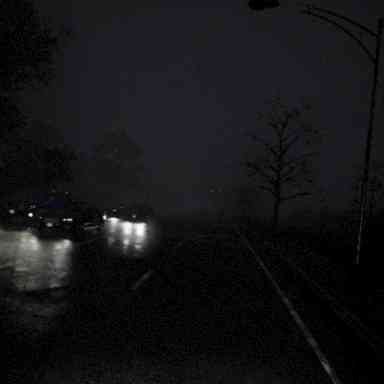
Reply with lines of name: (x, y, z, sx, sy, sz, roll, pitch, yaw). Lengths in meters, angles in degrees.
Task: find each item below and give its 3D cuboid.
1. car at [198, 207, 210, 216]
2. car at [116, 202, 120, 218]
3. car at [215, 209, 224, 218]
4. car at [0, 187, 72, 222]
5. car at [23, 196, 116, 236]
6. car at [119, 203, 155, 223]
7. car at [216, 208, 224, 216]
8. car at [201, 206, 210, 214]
car: (2.575, 4.198, 71.899, 2.097, 1.767, 4.553, 5, -2, 5)
car: (-7.825, 1.753, 33.473, 1.812, 1.442, 4.674, 5, -2, 6)
car: (5.994, 4.692, 71.192, 2.033, 1.411, 5.357, 5, -2, 5)
car: (-9.002, 0.765, 19.856, 2.150, 2.045, 5.566, 5, -2, 5)
car: (-5.816, 1.227, 16.558, 2.128, 1.511, 4.902, 5, -2, 5)
car: (-4.605, 1.905, 30.355, 2.128, 1.511, 4.902, 5, -2, 5)
car: (6.916, 4.867, 81.492, 1.812, 1.442, 4.674, 5, 1, 5)
car: (3.450, 4.492, 81.808, 1.882, 1.535, 5.008, 5, 1, 5)
